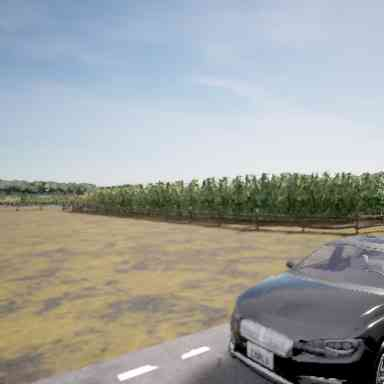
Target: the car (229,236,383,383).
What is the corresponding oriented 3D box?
[{"bbox_3d":[2.726,1.485,5.005,4.902,1.511,2.128,0,0,-35],"label":"car"}]
